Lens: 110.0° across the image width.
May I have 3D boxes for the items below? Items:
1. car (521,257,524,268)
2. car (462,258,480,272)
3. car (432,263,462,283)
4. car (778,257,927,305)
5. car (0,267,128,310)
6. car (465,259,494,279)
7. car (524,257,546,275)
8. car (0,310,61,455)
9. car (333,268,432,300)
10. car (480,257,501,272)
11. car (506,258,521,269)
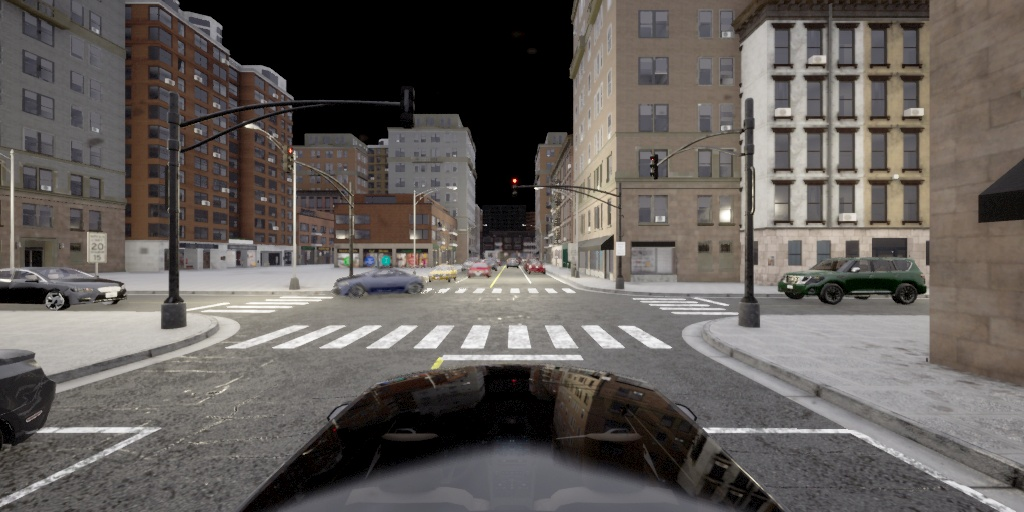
[{"bbox_3d":[2.654,1.066,45.501,2.192,1.841,5.009,0,0,0],"label":"car"},{"bbox_3d":[-5.372,1.302,45.505,2.007,1.370,4.403,0,0,0],"label":"car"},{"bbox_3d":[-5.378,1.276,28.349,1.751,1.417,4.829,0,0,0],"label":"car"},{"bbox_3d":[15.349,1.056,16.324,5.566,2.045,2.150,0,0,-2],"label":"car"},{"bbox_3d":[-17.278,1.162,13.342,4.902,1.511,2.128,0,0,2],"label":"car"},{"bbox_3d":[-2.837,1.276,32.254,1.812,1.442,4.674,0,0,0],"label":"car"},{"bbox_3d":[2.651,1.191,39.839,1.967,1.591,4.097,0,0,0],"label":"car"},{"bbox_3d":[-5.388,1.300,1.673,2.007,1.370,4.403,0,0,0],"label":"car"},{"bbox_3d":[-6.482,1.297,17.749,4.181,1.385,1.994,1,0,-34],"label":"car"},{"bbox_3d":[-2.827,1.254,46.672,1.837,1.490,4.892,0,1,0],"label":"car"},{"bbox_3d":[0.115,1.317,58.569,1.994,1.385,4.181,0,0,1],"label":"car"}]
